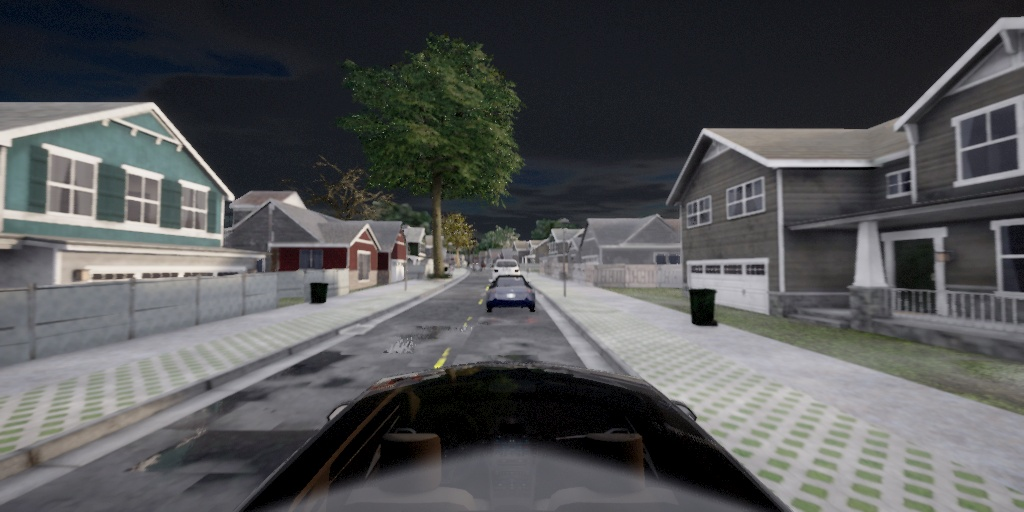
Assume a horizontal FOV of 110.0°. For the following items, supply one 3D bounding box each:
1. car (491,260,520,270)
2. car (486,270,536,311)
[{"bbox_3d":[-0.521,1.312,29.530,2.150,2.045,5.566,0,0,-2],"label":"car"},{"bbox_3d":[-0.065,1.470,15.338,1.994,1.385,4.181,0,-1,-1],"label":"car"}]
